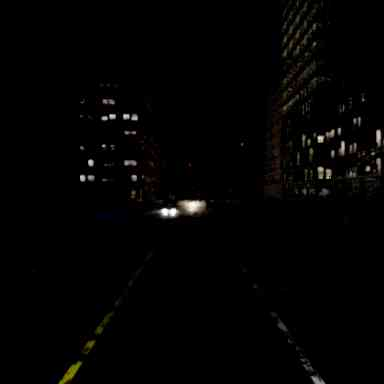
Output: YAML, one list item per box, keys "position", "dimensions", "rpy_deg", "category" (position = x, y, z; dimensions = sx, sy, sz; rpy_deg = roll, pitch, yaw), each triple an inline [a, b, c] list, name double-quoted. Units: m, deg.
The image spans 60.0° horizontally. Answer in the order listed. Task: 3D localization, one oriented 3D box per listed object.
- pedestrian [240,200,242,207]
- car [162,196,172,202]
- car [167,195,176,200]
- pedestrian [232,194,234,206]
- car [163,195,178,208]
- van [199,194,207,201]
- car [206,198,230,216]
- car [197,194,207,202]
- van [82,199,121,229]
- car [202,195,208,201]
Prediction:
- position: [7.135, 1.657, 48.446]
  dimensions: [0.500, 1.100, 0.500]
  rpy_deg: [0, 0, 0]
  category: "pedestrian"
- position: [-5.694, 1.566, 76.177]
  dimensions: [2.008, 1.369, 4.403]
  rpy_deg: [0, 0, 0]
  category: "car"
- position: [-5.695, 1.591, 92.757]
  dimensions: [2.008, 1.369, 4.403]
  rpy_deg: [0, 0, 0]
  category: "car"
- position: [6.134, 1.136, 49.644]
  dimensions: [0.375, 1.860, 0.375]
  rpy_deg: [0, 0, 0]
  category: "pedestrian"
- position: [-3.000, 1.491, 46.808]
  dimensions: [2.128, 1.511, 4.902]
  rpy_deg: [0, 0, 0]
  category: "car"
- position: [2.684, 1.364, 81.703]
  dimensions: [1.690, 1.788, 3.998]
  rpy_deg: [0, 0, 0]
  category: "van"
- position: [2.686, 1.554, 32.499]
  dimensions: [1.947, 1.339, 4.313]
  rpy_deg: [0, 0, 0]
  category: "car"
- position: [2.685, 1.331, 76.178]
  dimensions: [2.192, 1.841, 5.009]
  rpy_deg: [0, 0, 0]
  category: "car"
- position: [-5.694, 1.330, 21.233]
  dimensions: [1.690, 1.788, 3.998]
  rpy_deg: [0, 0, 0]
  category: "van"
- position: [2.686, 1.517, 43.934]
  dimensions: [1.752, 1.417, 4.829]
  rpy_deg: [0, 0, 0]
  category: "car"
